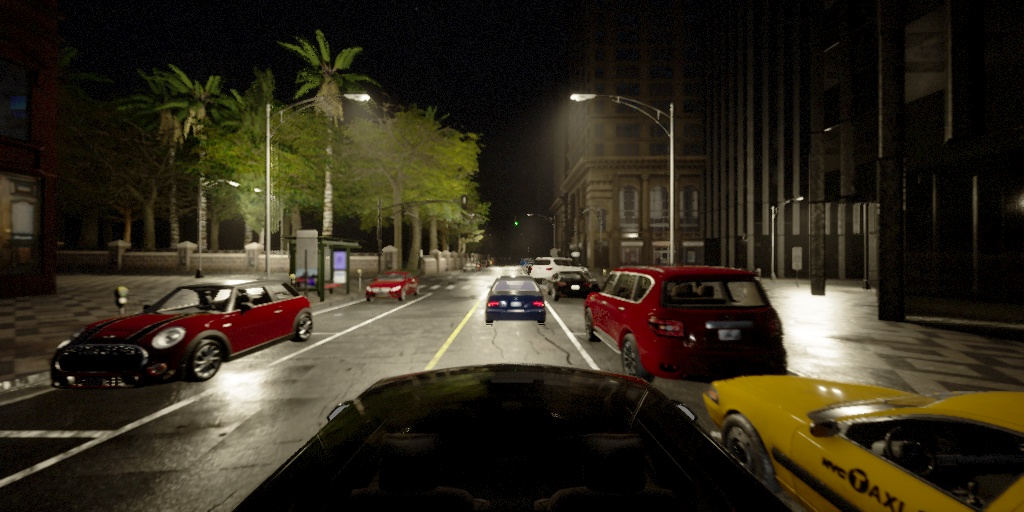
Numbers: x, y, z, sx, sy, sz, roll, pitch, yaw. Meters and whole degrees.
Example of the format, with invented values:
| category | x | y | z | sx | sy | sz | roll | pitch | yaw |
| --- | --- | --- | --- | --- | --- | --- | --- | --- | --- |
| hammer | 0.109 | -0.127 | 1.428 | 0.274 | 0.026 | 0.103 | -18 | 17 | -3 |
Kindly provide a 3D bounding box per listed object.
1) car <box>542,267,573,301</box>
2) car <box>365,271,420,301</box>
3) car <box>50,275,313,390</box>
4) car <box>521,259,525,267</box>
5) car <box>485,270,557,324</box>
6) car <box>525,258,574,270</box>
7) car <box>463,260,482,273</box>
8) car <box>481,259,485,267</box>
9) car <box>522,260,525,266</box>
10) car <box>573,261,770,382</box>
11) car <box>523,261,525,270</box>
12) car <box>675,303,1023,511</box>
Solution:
| category | x | y | z | sx | sy | sz | roll | pitch | yaw |
| --- | --- | --- | --- | --- | --- | --- | --- | --- | --- |
| car | 2.766 | 1.411 | 17.771 | 1.948 | 1.339 | 4.313 | 0 | 0 | 0 |
| car | -5.759 | 1.428 | 17.791 | 1.802 | 1.307 | 4.207 | 0 | 0 | 0 |
| car | -5.761 | 1.221 | 6.938 | 1.967 | 1.591 | 4.097 | 0 | 0 | 0 |
| car | 2.774 | 1.579 | 55.219 | 1.751 | 1.417 | 4.829 | 0 | 0 | 0 |
| car | 0.099 | 1.360 | 12.178 | 2.033 | 1.411 | 5.357 | 0 | 0 | 0 |
| car | 3.849 | 1.186 | 27.844 | 2.150 | 2.045 | 5.566 | -2 | -3 | 45 |
| car | -5.752 | 1.575 | 49.650 | 2.007 | 1.370 | 4.403 | 0 | 0 | 0 |
| car | -5.751 | 1.493 | 55.070 | 1.967 | 1.591 | 4.097 | 0 | 0 | 0 |
| car | 2.773 | 1.590 | 49.628 | 1.948 | 1.339 | 4.313 | 0 | 0 | 0 |
| car | 2.764 | 1.096 | 6.921 | 2.192 | 1.841 | 5.009 | 0 | 0 | 0 |
| car | 2.772 | 1.560 | 44.208 | 1.948 | 1.339 | 4.313 | 0 | 0 | 0 |
| car | 2.763 | 1.274 | 1.666 | 1.751 | 1.417 | 4.829 | 0 | 0 | 0 |
